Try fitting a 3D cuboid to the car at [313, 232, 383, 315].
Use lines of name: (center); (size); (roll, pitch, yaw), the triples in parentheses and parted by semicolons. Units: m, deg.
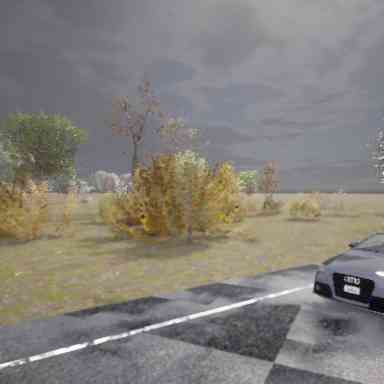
car: (4.519, 1.583, 7.133); (4.181, 1.385, 1.994); (0, 0, -35)
